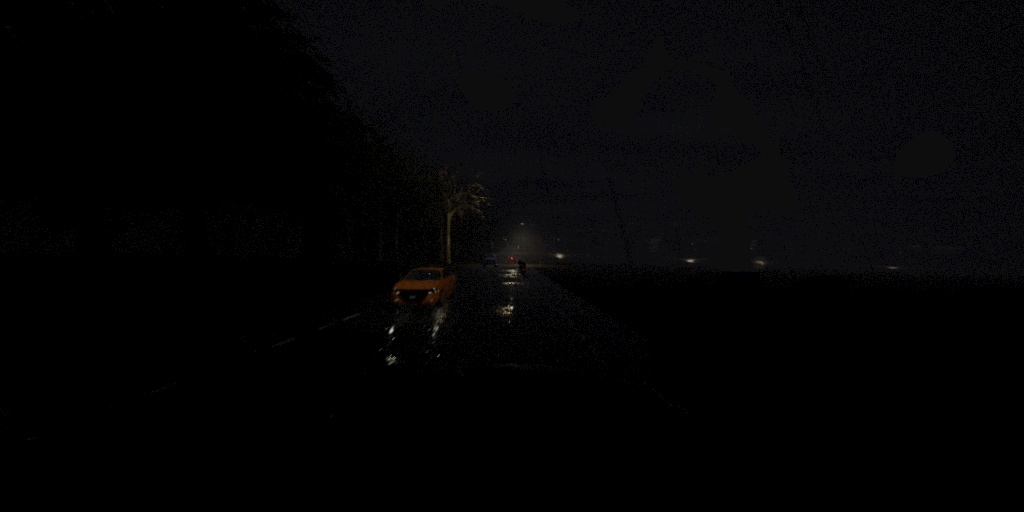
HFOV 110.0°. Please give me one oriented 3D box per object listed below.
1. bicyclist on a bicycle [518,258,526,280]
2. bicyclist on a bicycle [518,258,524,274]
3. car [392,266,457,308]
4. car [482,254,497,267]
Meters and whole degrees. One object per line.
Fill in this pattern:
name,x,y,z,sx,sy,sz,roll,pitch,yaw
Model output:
bicyclist on a bicycle,0.956,1.173,30.319,0.582,1.620,1.656,0,0,0
bicyclist on a bicycle,0.954,1.064,39.528,0.659,1.776,1.843,0,0,0
car,-3.596,1.216,15.451,1.882,1.535,5.008,0,0,0
car,-3.538,0.780,58.185,2.150,2.045,5.566,0,1,1
